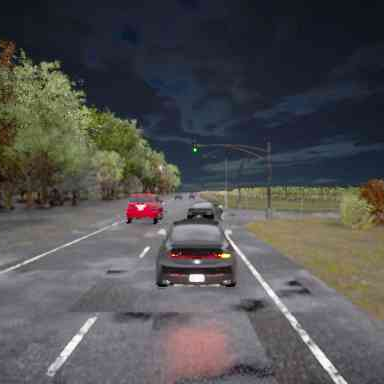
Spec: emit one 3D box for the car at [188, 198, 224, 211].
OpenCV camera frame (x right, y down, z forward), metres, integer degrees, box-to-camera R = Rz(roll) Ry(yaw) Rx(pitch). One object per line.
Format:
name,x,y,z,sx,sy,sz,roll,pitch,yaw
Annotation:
car,1.095,1.428,24.297,1.882,1.535,5.008,0,0,15

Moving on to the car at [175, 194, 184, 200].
car,-3.528,1.304,86.934,1.837,1.490,4.892,0,0,0

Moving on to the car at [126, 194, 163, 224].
car,-3.410,1.173,24.691,2.150,2.045,5.566,0,0,0

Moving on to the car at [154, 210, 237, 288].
car,0.096,1.487,9.168,1.837,1.490,4.892,0,0,0
